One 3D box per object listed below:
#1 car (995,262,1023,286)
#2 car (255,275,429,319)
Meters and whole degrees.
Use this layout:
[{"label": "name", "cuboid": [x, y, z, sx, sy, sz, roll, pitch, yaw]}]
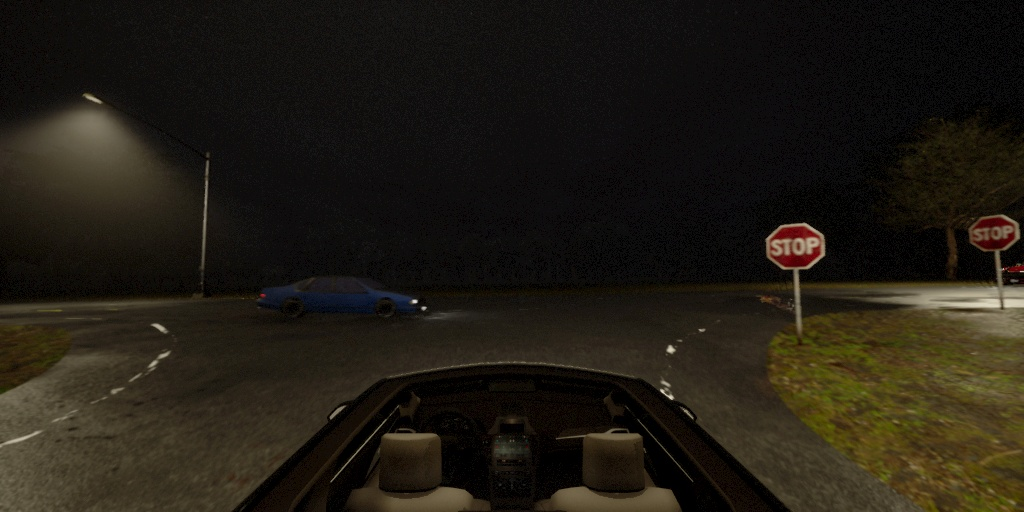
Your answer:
[{"label": "car", "cuboid": [30.269, 0.779, 20.104, 4.553, 1.767, 2.097, -1, -4, -1]}, {"label": "car", "cuboid": [-5.716, 1.379, 12.429, 5.357, 1.411, 2.033, 1, -3, 0]}]
